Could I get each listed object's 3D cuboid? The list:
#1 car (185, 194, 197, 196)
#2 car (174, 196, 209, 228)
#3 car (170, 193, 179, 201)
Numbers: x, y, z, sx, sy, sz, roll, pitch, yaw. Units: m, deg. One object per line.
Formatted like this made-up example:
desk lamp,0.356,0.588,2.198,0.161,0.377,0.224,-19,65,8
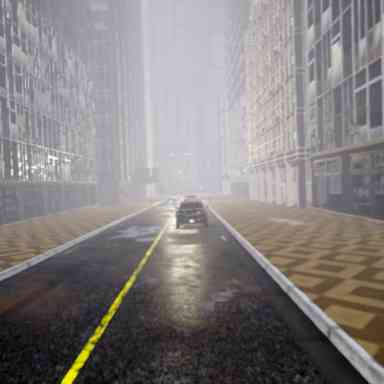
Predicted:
car,-0.121,1.025,39.104,1.882,1.535,5.008,-2,1,0
car,-0.016,1.264,20.330,1.837,1.490,4.892,-2,1,0
car,-3.353,0.912,64.486,1.812,1.442,4.674,-2,1,0
